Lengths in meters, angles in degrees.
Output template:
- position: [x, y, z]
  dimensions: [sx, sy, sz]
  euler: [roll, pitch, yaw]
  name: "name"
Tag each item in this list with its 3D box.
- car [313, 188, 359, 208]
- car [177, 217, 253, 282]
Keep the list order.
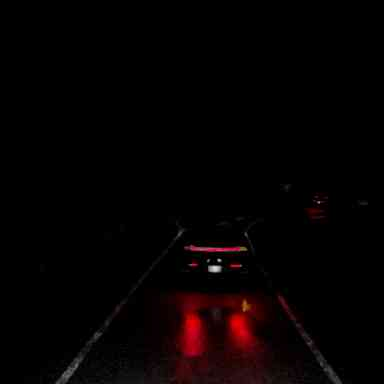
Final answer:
- position: [12.624, 0.444, 29.139]
  dimensions: [4.892, 1.490, 1.837]
  euler: [-4, 7, -33]
  name: "car"
- position: [0.654, 1.490, 9.789]
  dimensions: [2.128, 1.511, 4.902]
  euler: [0, 0, 3]
  name: "car"
